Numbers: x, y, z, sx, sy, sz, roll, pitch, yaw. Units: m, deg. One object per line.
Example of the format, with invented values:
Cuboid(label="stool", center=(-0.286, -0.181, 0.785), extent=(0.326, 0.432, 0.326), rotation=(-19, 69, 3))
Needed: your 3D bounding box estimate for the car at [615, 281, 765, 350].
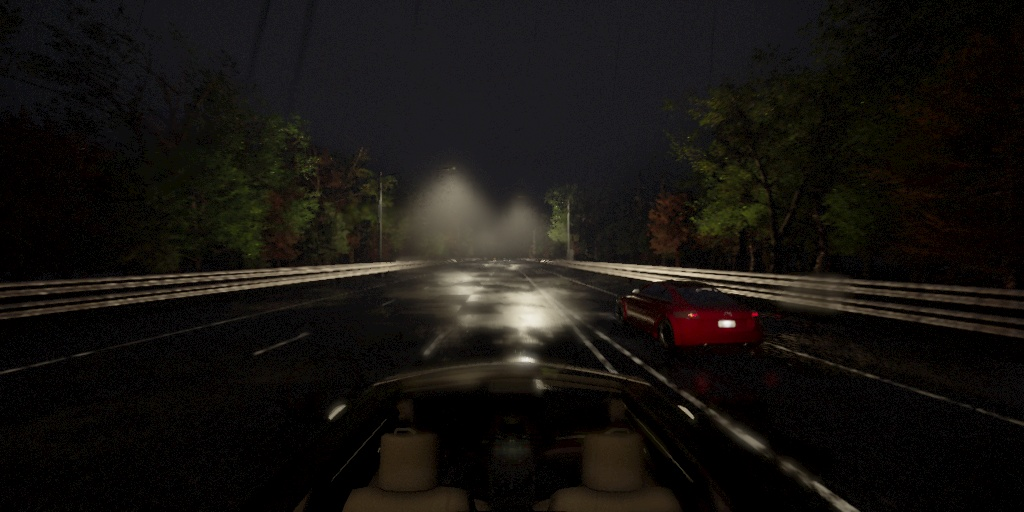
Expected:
Cuboid(label="car", center=(4.137, 1.312, 9.094), extent=(1.994, 1.385, 4.181), rotation=(0, 0, -3))
